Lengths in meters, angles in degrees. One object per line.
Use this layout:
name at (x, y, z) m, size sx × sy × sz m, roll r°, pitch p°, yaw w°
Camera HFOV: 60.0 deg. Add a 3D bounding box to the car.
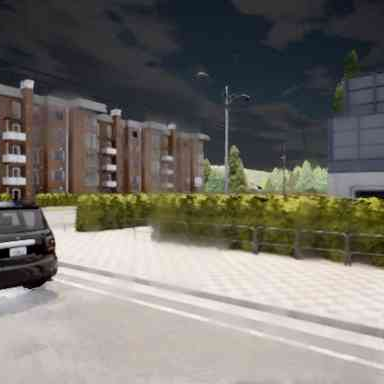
car at (-5.477, 1.216, 7.876) m, size 5.566 × 2.045 × 2.150 m, roll 0°, pitch 0°, yaw 36°
